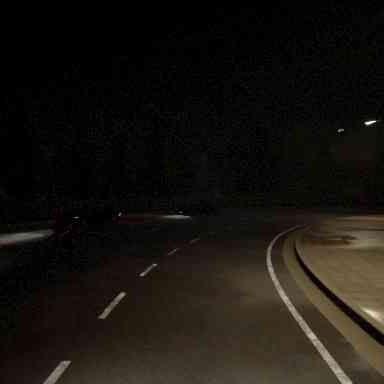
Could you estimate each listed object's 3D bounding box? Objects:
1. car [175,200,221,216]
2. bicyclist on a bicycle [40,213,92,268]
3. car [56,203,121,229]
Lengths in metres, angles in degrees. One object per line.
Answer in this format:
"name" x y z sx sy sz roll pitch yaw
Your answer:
"car" 0.691 1.547 33.389 2.033 1.411 5.357 0 0 42
"bicyclist on a bicycle" -3.763 1.455 9.876 1.656 1.620 0.582 -2 0 8
"car" -6.594 1.490 21.678 2.128 1.511 4.902 0 0 24
